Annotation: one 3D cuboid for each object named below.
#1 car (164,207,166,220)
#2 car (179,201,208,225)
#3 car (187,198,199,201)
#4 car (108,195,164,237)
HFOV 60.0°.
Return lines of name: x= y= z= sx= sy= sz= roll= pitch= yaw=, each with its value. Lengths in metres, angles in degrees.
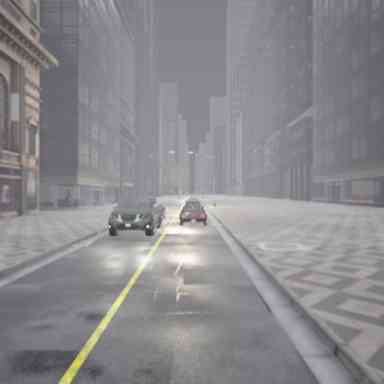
car: x=-2.986 y=1.467 z=24.793 sx=2.128 sy=1.511 sz=4.902 roll=0 pitch=0 yaw=0
car: x=0.086 y=1.579 z=23.562 sx=1.895 sy=1.301 sz=4.718 roll=0 pitch=0 yaw=0
car: x=0.104 y=1.463 z=41.185 sx=1.837 sy=1.490 sz=4.892 roll=0 pitch=1 yaw=0
car: x=-2.998 y=1.209 z=18.392 sx=2.150 sy=2.045 sz=5.566 roll=0 pitch=0 yaw=0
